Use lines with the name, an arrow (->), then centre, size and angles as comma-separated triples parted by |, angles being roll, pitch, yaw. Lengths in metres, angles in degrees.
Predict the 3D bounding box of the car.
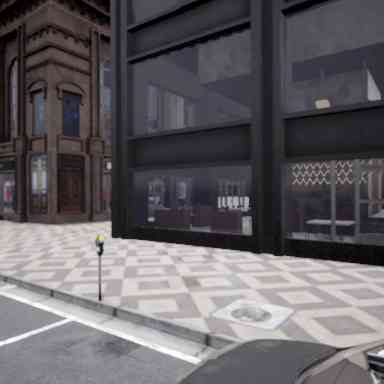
car -> 1.730, 1.548, 1.730 | 4.403, 1.369, 2.008 | 0, 0, 35
